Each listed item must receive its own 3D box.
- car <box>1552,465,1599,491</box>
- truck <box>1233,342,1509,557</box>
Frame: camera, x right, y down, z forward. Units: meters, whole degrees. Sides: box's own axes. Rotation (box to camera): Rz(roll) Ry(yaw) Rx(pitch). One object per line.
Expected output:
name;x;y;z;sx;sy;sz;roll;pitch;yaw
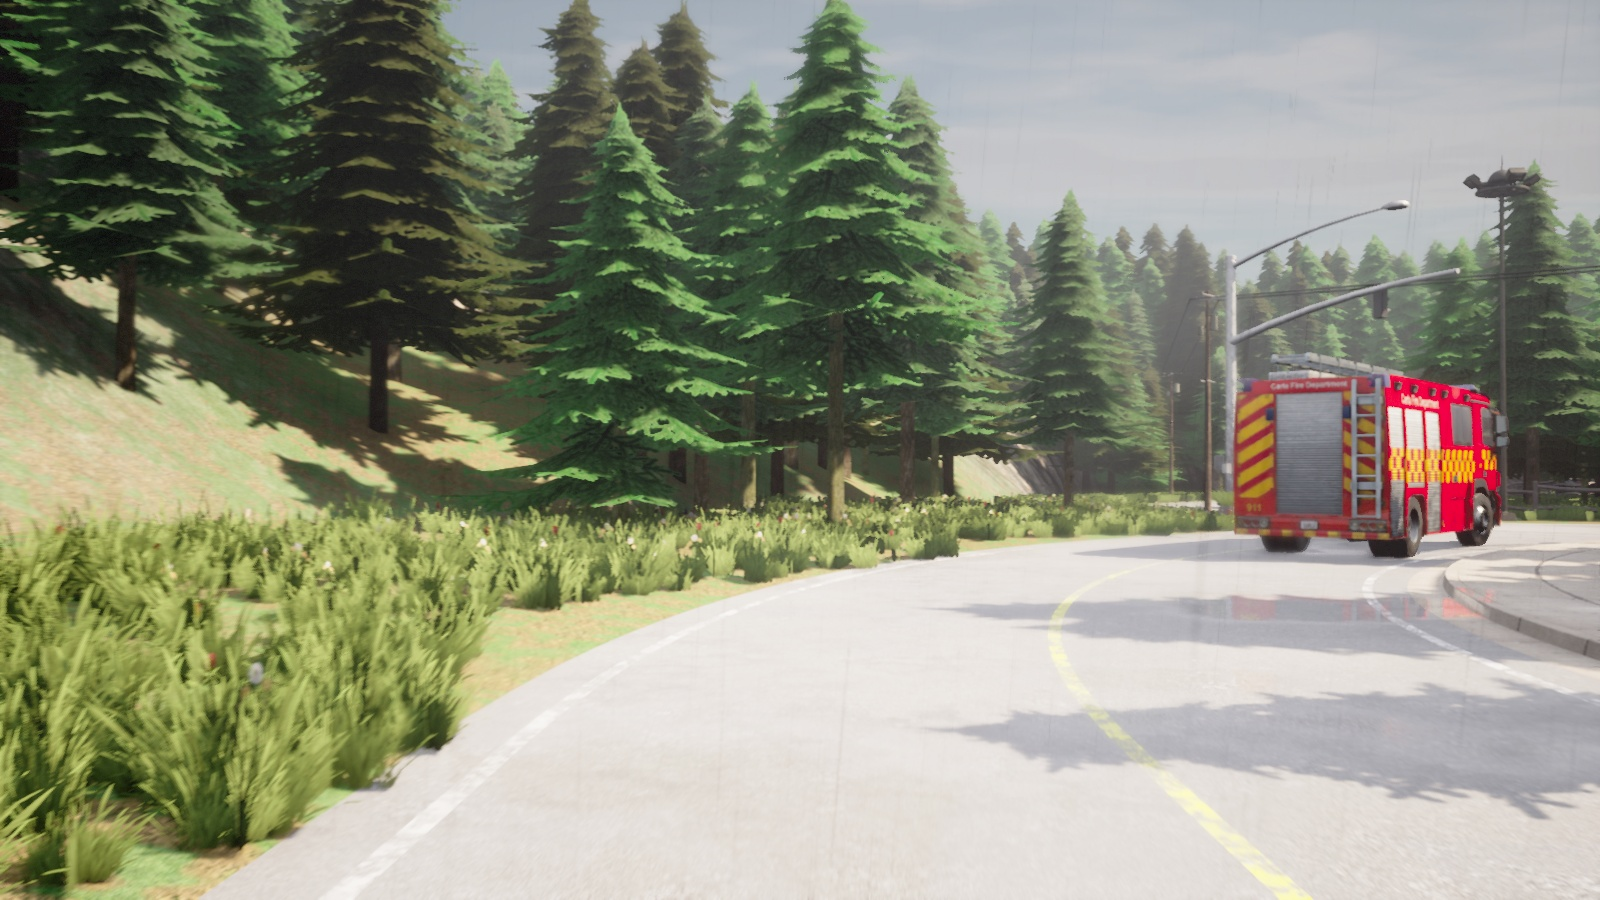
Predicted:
car;51.343;1.813;81.035;5.027;1.651;2.152;0;-1;-22
truck;12.275;0.054;26.458;2.891;3.827;8.468;-1;-1;41
